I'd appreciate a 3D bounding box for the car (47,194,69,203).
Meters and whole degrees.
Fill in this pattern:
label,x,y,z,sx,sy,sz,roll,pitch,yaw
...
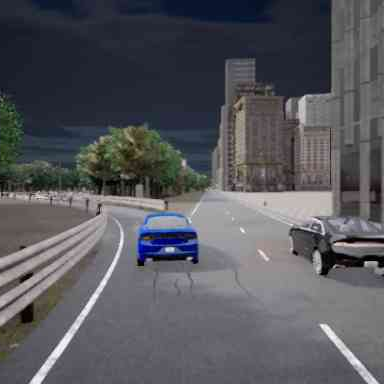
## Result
label,x,y,z,sx,sy,sz,roll,pitch,yaw
car,-23.793,1.145,59.663,1.837,1.490,4.892,-1,1,-43

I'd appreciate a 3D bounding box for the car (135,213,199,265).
label,x,y,z,sx,sy,sz,roll,pitch,yaw
car,-0.970,1.472,11.871,1.882,1.535,5.008,0,0,-8

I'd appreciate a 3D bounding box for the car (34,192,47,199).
label,x,y,z,sx,sy,sz,roll,pitch,yaw
car,-30.516,0.722,67.349,2.097,1.767,4.553,-1,1,-36

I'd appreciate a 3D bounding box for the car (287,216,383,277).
label,x,y,z,sx,sy,sz,roll,pitch,yaw
car,4.279,1.461,10.154,2.128,1.511,4.902,0,0,3
